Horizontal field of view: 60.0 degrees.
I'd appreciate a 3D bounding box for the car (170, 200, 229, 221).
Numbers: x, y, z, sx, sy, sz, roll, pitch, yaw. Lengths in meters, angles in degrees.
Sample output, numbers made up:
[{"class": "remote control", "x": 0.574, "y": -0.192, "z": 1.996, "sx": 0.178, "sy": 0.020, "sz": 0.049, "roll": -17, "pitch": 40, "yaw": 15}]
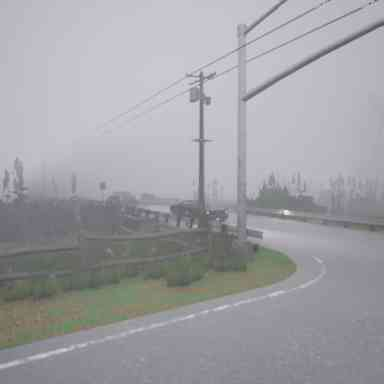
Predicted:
[{"class": "car", "x": 0.408, "y": 1.247, "z": 22.326, "sx": 1.895, "sy": 1.301, "sz": 4.718, "roll": 0, "pitch": 3, "yaw": -33}]
